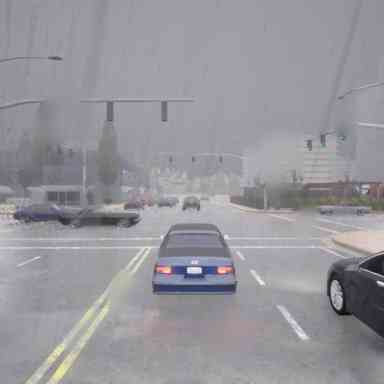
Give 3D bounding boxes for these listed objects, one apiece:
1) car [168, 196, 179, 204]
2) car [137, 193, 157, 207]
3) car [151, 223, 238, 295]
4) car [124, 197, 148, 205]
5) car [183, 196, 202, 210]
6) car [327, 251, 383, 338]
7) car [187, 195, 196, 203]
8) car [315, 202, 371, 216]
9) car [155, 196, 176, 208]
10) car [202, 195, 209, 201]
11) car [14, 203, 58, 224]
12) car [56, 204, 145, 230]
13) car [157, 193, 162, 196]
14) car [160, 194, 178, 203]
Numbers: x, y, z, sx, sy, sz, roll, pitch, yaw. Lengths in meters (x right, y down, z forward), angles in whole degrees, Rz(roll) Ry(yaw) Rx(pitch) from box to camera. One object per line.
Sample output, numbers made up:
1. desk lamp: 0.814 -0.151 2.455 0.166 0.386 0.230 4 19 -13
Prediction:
1. car: -3.748 1.564 66.696 1.994 1.385 4.181 0 0 0
2. car: -7.260 1.221 51.896 2.150 2.045 5.566 0 0 0
3. car: 0.053 1.547 8.881 2.033 1.411 5.357 0 0 0
4. car: -7.287 1.601 42.252 1.895 1.301 4.718 0 0 1
5. car: -0.071 1.352 42.566 2.097 1.767 4.553 0 0 1
6. car: 3.547 1.505 4.636 1.837 1.490 4.892 0 0 0
7. car: -0.141 1.477 70.097 1.882 1.535 5.008 0 0 0
8. car: 14.343 1.601 31.804 4.718 1.301 1.895 0 0 1
9. car: -3.755 1.601 47.558 1.895 1.301 4.718 0 0 0
10. car: 3.222 1.552 84.560 1.994 1.385 4.181 0 0 0
11. car: -10.365 1.525 24.107 4.674 1.442 1.812 0 0 -2
12. car: -5.600 1.601 20.722 4.718 1.301 1.895 0 0 -1
13. car: -7.265 1.352 61.823 2.097 1.767 4.553 0 0 0
14. car: -3.771 1.491 56.828 2.128 1.511 4.902 0 0 0
